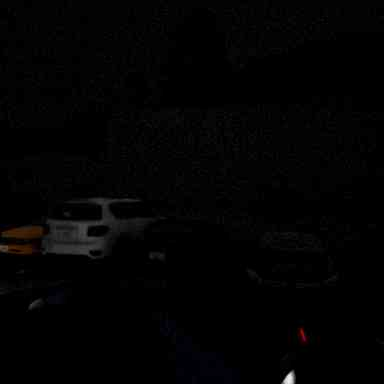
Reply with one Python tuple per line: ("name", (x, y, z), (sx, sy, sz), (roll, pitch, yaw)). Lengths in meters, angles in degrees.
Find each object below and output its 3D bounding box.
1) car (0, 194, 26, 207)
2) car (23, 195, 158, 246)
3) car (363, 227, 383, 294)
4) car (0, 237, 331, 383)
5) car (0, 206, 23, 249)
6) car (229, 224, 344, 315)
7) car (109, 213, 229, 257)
("car", (-9.937, 1.141, 16.543), (2.435, 2.045, 5.566), (1, 0, 16))
("car", (-2.596, 1.210, 11.370), (2.435, 2.045, 5.566), (0, 0, 15))
("car", (4.743, 1.362, 6.140), (2.185, 1.767, 4.553), (1, -1, 16))
("car", (-0.818, 1.560, 3.962), (4.181, 1.385, 1.994), (0, 0, 35))
("car", (-5.097, 1.438, 12.908), (1.946, 1.575, 5.366), (1, 0, 15))
("car", (2.292, 1.526, 7.851), (2.002, 1.452, 4.674), (1, 0, 16))
("car", (-0.157, 1.504, 9.627), (2.163, 1.488, 4.792), (0, -1, 15))
